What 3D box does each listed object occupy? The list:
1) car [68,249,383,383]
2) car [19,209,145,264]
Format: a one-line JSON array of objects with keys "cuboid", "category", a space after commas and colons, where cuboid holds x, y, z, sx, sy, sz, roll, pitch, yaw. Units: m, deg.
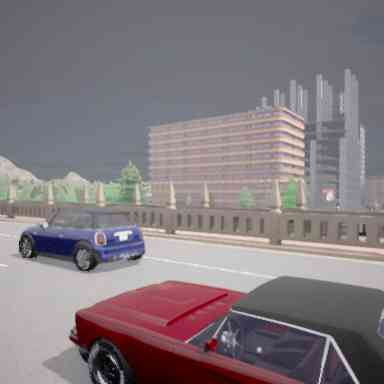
[{"cuboid": [0.847, 1.606, 3.421, 4.718, 1.301, 1.895, 0, 0, 35], "category": "car"}, {"cuboid": [-3.742, 1.355, 11.028, 4.553, 1.767, 2.097, 0, 0, 36], "category": "car"}]
